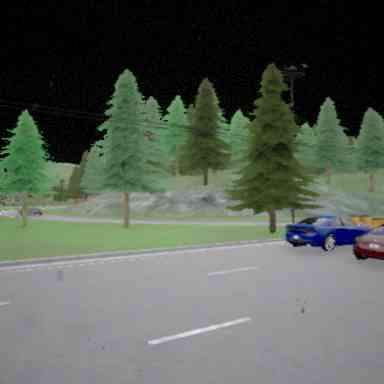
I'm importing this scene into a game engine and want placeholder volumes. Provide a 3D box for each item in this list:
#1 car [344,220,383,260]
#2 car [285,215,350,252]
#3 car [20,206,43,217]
[{"bbox_3d":[7.996,1.861,12.525,4.181,1.385,1.994,1,-2,-32],"label":"car"},{"bbox_3d":[6.643,1.849,15.802,5.008,1.535,1.882,1,-1,-32],"label":"car"},{"bbox_3d":[-21.675,2.572,44.749,2.033,1.411,5.357,1,-2,-40],"label":"car"}]
